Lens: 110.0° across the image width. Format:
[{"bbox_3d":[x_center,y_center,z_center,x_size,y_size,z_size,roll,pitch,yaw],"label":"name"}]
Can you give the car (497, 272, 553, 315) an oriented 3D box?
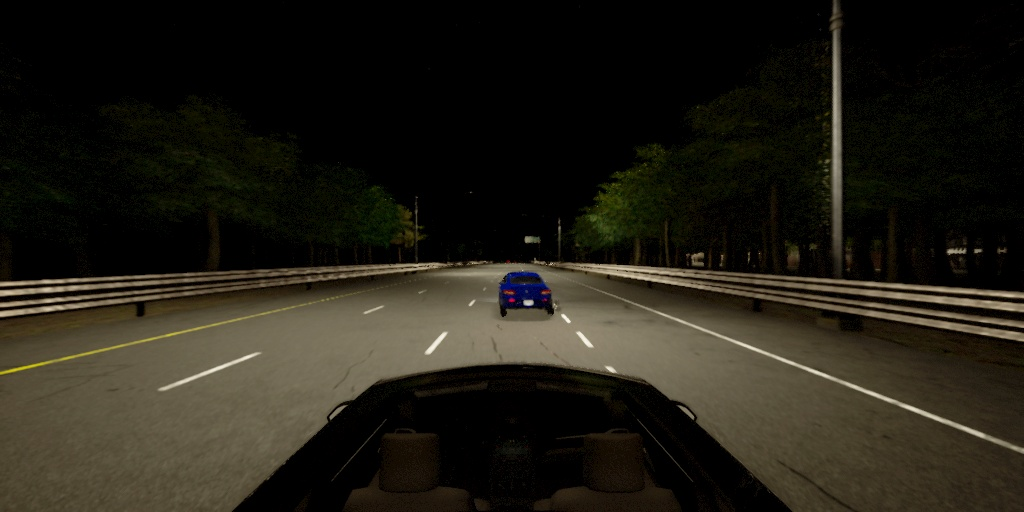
[{"bbox_3d":[0.419,1.315,13.627,1.812,1.442,4.674,0,0,-2],"label":"car"}]
